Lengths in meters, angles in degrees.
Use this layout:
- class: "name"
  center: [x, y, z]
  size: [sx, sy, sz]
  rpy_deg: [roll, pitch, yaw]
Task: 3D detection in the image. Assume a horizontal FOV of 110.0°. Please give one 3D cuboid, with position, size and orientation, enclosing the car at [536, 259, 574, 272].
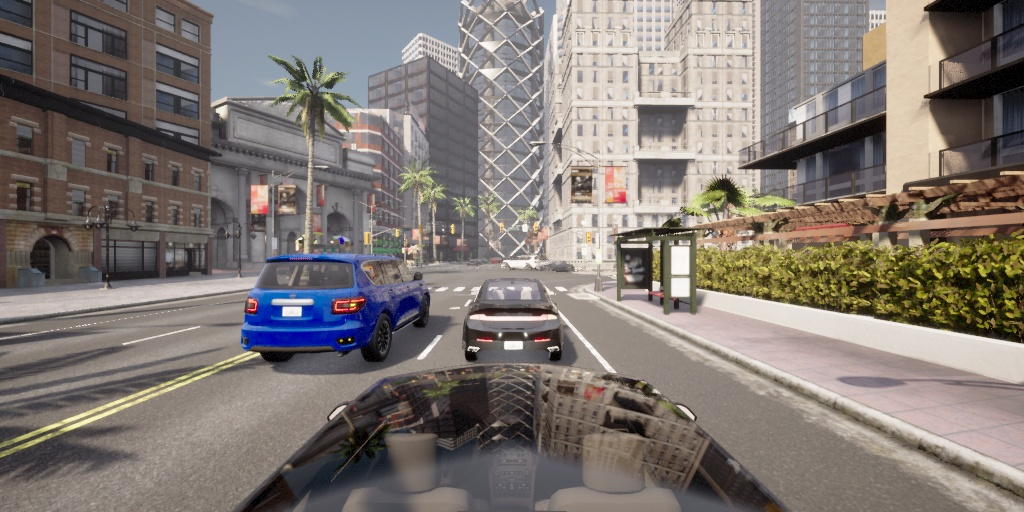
- class: "car"
  center: [5.511, 1.314, 44.244]
  size: [4.181, 1.385, 1.994]
  rpy_deg: [0, 0, -6]

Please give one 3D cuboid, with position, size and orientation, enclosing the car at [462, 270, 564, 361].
- class: "car"
  center: [0.015, 1.242, 8.266]
  size: [2.128, 1.511, 4.902]
  rpy_deg: [0, 0, 0]

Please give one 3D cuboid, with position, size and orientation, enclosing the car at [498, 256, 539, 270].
- class: "car"
  center: [1.332, 0.971, 50.223]
  size: [5.566, 2.045, 2.150]
  rpy_deg: [0, 1, 27]

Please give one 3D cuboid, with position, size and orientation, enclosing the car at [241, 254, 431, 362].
- class: "car"
  center: [-3.487, 0.971, 8.353]
  size: [2.150, 2.045, 5.566]
  rpy_deg: [0, 0, 0]
